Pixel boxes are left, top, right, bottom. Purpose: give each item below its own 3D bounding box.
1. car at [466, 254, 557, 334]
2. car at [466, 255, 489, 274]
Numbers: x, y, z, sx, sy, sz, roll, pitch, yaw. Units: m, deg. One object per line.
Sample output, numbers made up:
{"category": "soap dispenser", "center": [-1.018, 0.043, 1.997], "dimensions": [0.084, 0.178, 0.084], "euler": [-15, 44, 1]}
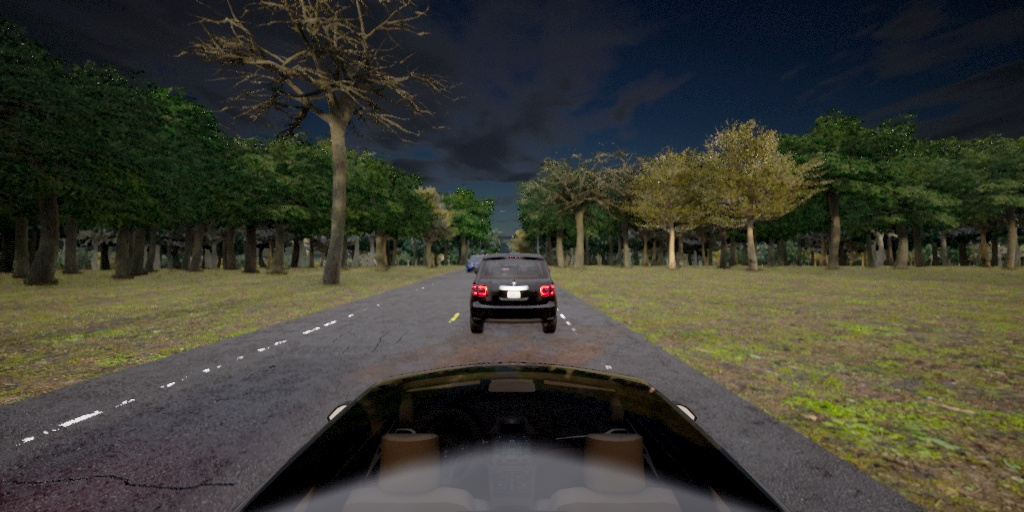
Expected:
{"category": "car", "center": [0.016, 0.952, 10.747], "dimensions": [2.150, 2.045, 5.566], "euler": [0, 0, -1]}
{"category": "car", "center": [-3.973, 0.888, 41.765], "dimensions": [2.150, 2.045, 5.566], "euler": [0, 0, 0]}
